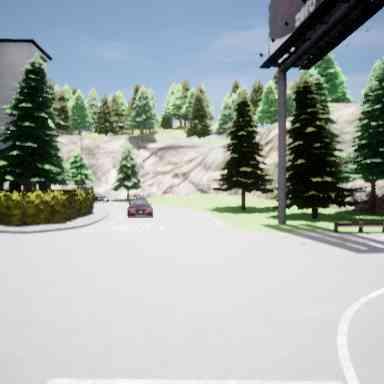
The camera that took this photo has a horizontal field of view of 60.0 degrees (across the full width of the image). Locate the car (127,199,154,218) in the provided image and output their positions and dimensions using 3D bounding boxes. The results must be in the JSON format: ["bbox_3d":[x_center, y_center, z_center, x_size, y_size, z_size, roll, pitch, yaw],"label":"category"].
[{"bbox_3d":[-4.076,1.279,26.517,1.994,1.385,4.181,0,1,-8],"label":"car"}]

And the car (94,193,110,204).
[{"bbox_3d":[-14.052,0.880,49.185,4.902,1.511,2.128,1,1,44],"label":"car"}]
